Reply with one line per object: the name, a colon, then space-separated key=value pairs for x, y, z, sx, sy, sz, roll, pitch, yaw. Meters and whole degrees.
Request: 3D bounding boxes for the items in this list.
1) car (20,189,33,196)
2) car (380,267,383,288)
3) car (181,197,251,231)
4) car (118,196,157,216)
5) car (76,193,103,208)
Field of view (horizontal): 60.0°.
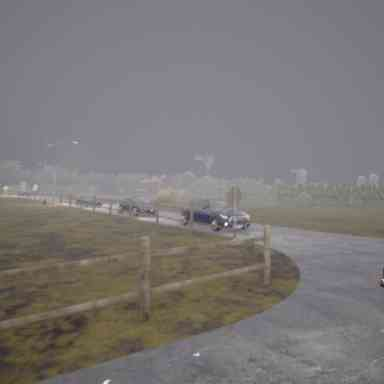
car: x=-41.260 y=0.118 z=83.499 sx=2.097 sy=1.767 sz=4.553 roll=2 pitch=-1 yaw=-33
car: x=6.123 y=1.713 z=7.305 sx=4.718 sy=1.301 sz=1.895 roll=1 pitch=0 yaw=-35
car: x=1.297 y=1.192 z=19.277 sx=2.097 sy=1.767 sz=4.553 roll=2 pitch=0 yaw=-34
car: x=-4.481 y=1.143 z=27.433 sx=1.837 sy=1.490 sz=4.892 roll=2 pitch=0 yaw=-36
car: x=-11.530 y=0.919 z=37.304 sx=1.837 sy=1.490 sz=4.892 roll=2 pitch=1 yaw=-36
